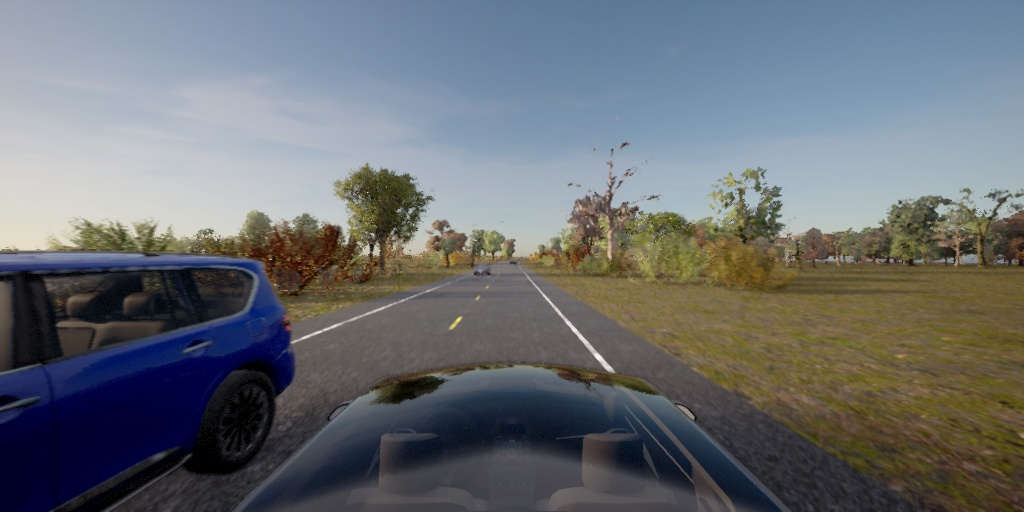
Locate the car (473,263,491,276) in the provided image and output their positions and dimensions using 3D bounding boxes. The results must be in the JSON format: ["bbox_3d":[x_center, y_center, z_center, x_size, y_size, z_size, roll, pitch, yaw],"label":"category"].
[{"bbox_3d":[-3.562,1.604,43.455,2.128,1.511,4.902,0,0,0],"label":"car"}]

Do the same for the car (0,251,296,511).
[{"bbox_3d":[-3.601,0.973,1.910,2.150,2.045,5.566,0,-1,0],"label":"car"}]
